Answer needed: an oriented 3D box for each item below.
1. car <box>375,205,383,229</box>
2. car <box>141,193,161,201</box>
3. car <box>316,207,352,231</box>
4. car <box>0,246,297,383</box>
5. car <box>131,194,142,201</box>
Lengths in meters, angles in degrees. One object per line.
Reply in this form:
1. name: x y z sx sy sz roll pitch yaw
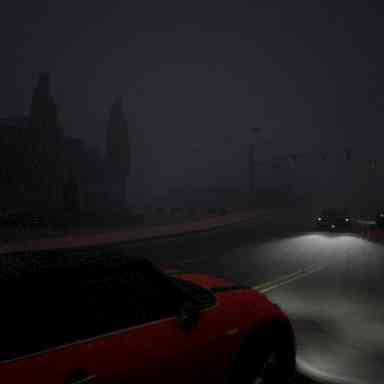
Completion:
1. car: 12.603 1.495 20.766 1.812 1.442 4.674 0 0 27
2. car: -10.119 1.624 82.555 1.970 1.475 3.806 0 0 26
3. car: 9.040 1.659 21.051 1.895 1.301 4.718 0 0 26
4. car: -0.968 1.367 3.381 4.553 1.767 2.097 0 0 -38
5. car: -12.722 1.402 83.827 1.905 1.878 3.866 0 0 26
